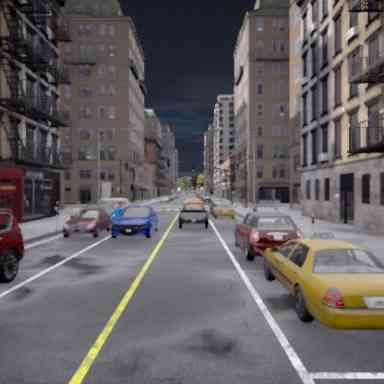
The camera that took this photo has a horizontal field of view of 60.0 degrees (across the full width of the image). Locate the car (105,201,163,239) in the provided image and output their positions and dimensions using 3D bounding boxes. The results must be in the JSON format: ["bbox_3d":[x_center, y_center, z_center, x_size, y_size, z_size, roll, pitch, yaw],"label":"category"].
[{"bbox_3d":[-2.844,1.458,17.384,1.882,1.535,5.008,0,0,0],"label":"car"}]

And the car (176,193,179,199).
[{"bbox_3d":[-5.375,1.449,89.148,2.008,1.369,4.403,0,0,0],"label":"car"}]

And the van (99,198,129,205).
[{"bbox_3d":[-5.388,1.315,23.053,1.690,1.788,3.998,0,0,0],"label":"van"}]

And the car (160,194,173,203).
[{"bbox_3d":[-5.379,1.453,66.253,1.752,1.417,4.829,0,0,0],"label":"car"}]

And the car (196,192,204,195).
[{"bbox_3d":[2.649,1.345,83.468,1.967,1.590,4.097,0,0,0],"label":"car"}]

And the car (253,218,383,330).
[{"bbox_3d":[2.665,1.517,7.005,1.752,1.417,4.829,0,0,0],"label":"car"}]

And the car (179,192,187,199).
[{"bbox_3d":[-2.737,1.103,93.917,2.150,2.045,5.566,0,0,0],"label":"car"}]

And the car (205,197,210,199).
[{"bbox_3d":[2.644,1.514,33.866,2.008,1.369,4.403,0,0,0],"label":"car"}]

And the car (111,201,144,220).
[{"bbox_3d":[-5.386,1.519,28.459,2.008,1.369,4.403,0,0,0],"label":"car"}]

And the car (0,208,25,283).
[{"bbox_3d":[-5.395,1.307,6.834,2.192,1.841,5.009,0,0,0],"label":"car"}]

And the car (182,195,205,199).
[{"bbox_3d":[0.230,1.436,38.073,1.882,1.535,5.008,0,0,2],"label":"car"}]

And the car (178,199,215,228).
[{"bbox_3d":[0.103,1.467,21.784,2.128,1.511,4.902,0,0,0],"label":"car"}]

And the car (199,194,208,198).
[{"bbox_3d":[2.645,1.484,60.741,2.008,1.369,4.403,0,0,0],"label":"car"}]

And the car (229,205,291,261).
[{"bbox_3d":[2.661,1.426,12.240,1.967,1.590,4.097,0,0,0],"label":"car"}]

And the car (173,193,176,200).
[{"bbox_3d":[-5.377,1.479,77.785,1.947,1.339,4.313,0,0,0],"label":"car"}]

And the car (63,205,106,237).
[{"bbox_3d":[-5.390,1.562,17.647,1.802,1.307,4.206,0,0,0],"label":"car"}]

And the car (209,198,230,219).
[{"bbox_3d":[2.648,1.494,28.629,1.752,1.417,4.829,0,0,0],"label":"car"}]
